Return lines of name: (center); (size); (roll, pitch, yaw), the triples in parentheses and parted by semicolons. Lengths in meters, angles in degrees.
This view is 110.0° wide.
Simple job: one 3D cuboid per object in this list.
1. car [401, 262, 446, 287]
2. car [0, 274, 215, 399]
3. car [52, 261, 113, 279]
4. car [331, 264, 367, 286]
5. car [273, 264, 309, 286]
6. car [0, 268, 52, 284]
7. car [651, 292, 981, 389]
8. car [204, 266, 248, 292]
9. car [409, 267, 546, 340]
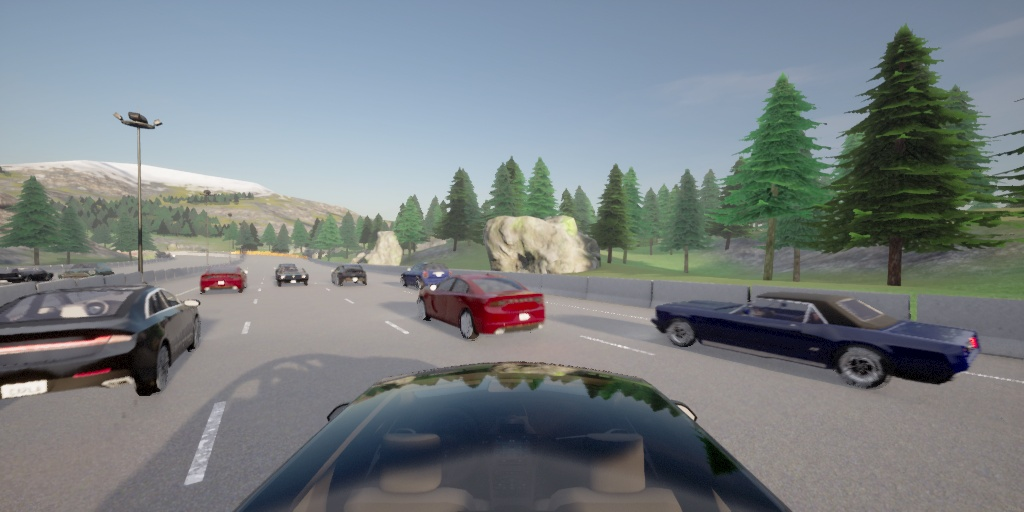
car: (-5.539, 1.167, 23.072); (2.097, 1.767, 4.553); (0, 0, -34)
car: (-6.645, 1.236, 5.908); (2.128, 1.511, 4.902); (0, 0, -34)
car: (-35.797, 1.337, 30.224); (2.097, 1.767, 4.553); (0, 0, -34)
car: (-12.107, 1.366, 26.560); (1.837, 1.490, 4.892); (0, -1, -34)
car: (-16.235, 1.478, 26.428); (1.895, 1.301, 4.718); (0, -1, -34)
car: (-38.721, 1.583, 28.303); (1.895, 1.301, 4.718); (0, -1, -34)
car: (5.250, 1.359, 7.039); (1.895, 1.301, 4.718); (0, 0, -34)
car: (-16.961, 1.316, 21.236); (1.882, 1.535, 5.008); (0, -1, -34)
car: (-1.105, 1.233, 10.213); (1.882, 1.535, 5.008); (0, 0, -34)
